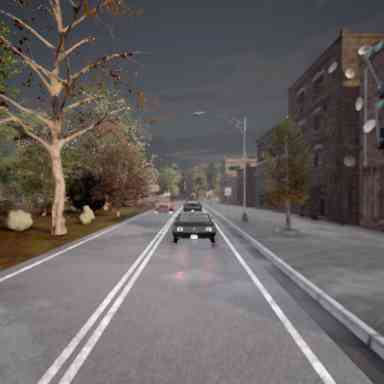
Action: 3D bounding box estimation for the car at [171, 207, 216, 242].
[{"bbox_3d":[0.094,1.600,16.218,1.895,1.301,4.718,0,0,0],"label":"car"}]

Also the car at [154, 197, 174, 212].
[{"bbox_3d":[-3.402,1.481,41.116,2.097,1.767,4.553,0,-1,0],"label":"car"}]

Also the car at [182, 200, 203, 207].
[{"bbox_3d":[0.058,1.568,33.962,1.837,1.490,4.892,0,0,0],"label":"car"}]
